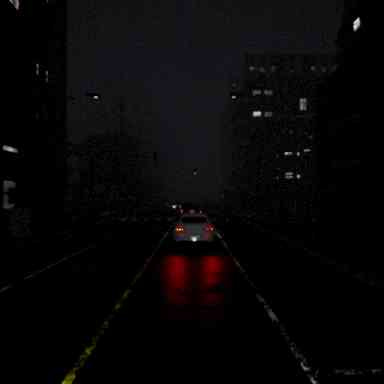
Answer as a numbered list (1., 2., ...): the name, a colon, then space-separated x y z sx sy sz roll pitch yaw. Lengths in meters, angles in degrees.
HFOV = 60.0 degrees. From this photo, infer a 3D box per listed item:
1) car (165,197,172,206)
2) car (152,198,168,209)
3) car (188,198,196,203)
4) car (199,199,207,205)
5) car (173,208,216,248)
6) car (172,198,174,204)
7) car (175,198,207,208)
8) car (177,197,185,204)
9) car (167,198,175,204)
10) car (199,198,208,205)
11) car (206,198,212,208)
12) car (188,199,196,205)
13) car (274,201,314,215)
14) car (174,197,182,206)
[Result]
1. car: -5.681 2.268 67.334 1.752 1.417 4.829 0 -1 0
2. car: -5.683 2.179 56.243 1.947 1.339 4.313 0 -1 0
3. car: 0.010 2.517 95.376 1.994 1.385 4.181 0 -1 0
4. car: 2.699 2.501 84.391 2.008 1.369 4.403 0 -1 0
5. car: 0.101 1.688 15.541 1.812 1.442 4.674 0 -1 0
6. car: -5.681 2.128 73.136 2.192 1.841 5.009 0 -1 0
7. car: -0.199 1.659 29.119 2.097 1.767 4.553 0 -1 -4
8. car: -2.992 2.255 89.257 2.097 1.767 4.553 0 -1 0
9. car: -5.680 2.460 90.024 1.967 1.590 4.097 0 -1 0
10. car: 2.700 2.321 78.763 1.967 1.590 4.097 0 -1 0
11. car: 2.698 2.223 61.872 1.887 1.381 4.507 0 -1 0
12. car: 0.008 2.460 85.339 1.837 1.490 4.892 0 -1 0
13. car: 13.470 2.069 43.919 5.009 1.841 2.192 1 -2 -1
14. car: -2.993 2.296 73.604 1.882 1.535 5.008 0 -1 0
